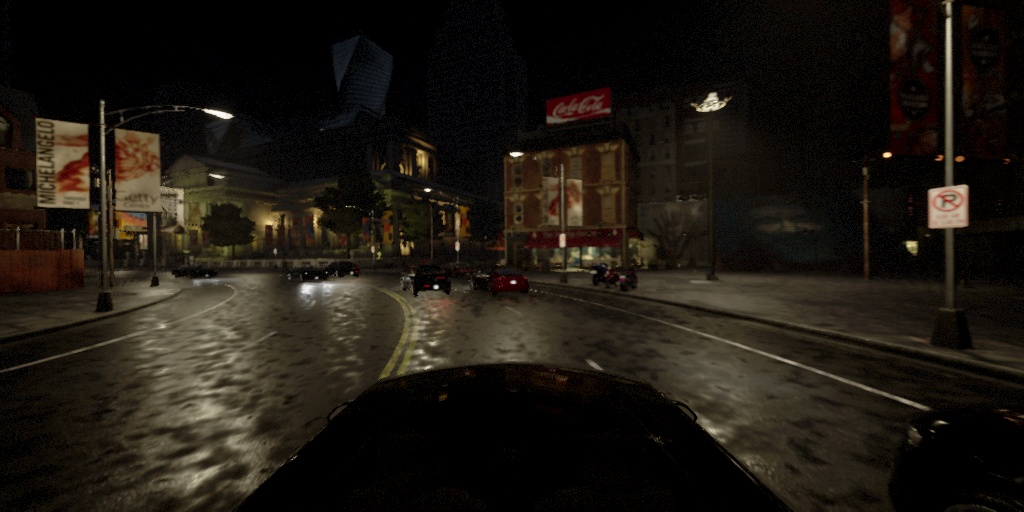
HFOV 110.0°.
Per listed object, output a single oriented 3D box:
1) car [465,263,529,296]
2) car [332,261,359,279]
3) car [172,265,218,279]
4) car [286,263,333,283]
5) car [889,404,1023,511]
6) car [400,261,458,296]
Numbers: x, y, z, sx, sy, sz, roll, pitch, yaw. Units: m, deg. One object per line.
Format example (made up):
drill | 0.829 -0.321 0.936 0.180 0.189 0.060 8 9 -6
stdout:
car | -0.758 1.215 18.818 1.994 1.385 4.181 -1 0 -24
car | -15.925 1.248 33.264 4.892 1.490 1.837 0 0 42
car | -30.350 1.513 34.354 4.718 1.301 1.895 -1 0 27
car | -16.464 1.379 28.865 4.718 1.301 1.895 0 0 44
car | 3.336 1.210 0.300 2.128 1.511 4.902 -1 0 2
car | -4.627 1.202 18.974 1.837 1.490 4.892 0 0 -26
